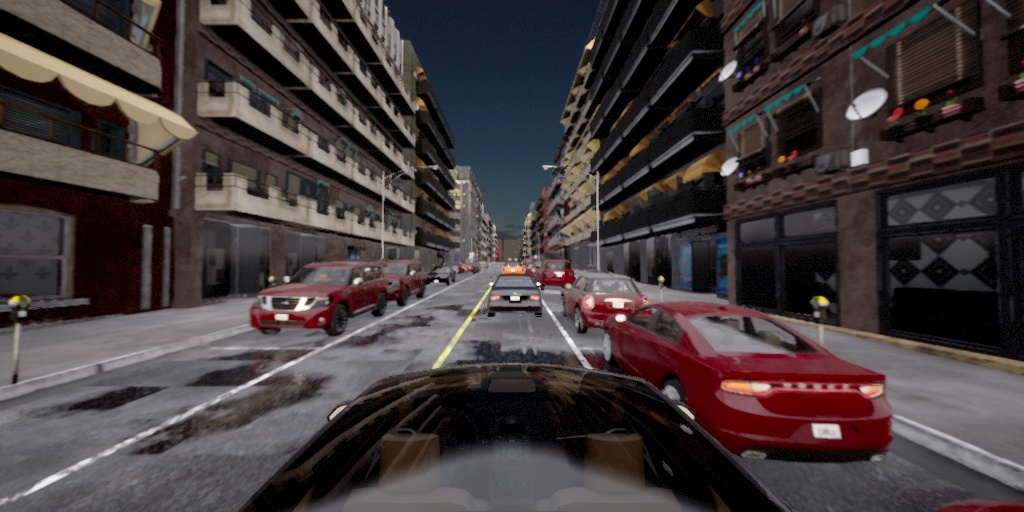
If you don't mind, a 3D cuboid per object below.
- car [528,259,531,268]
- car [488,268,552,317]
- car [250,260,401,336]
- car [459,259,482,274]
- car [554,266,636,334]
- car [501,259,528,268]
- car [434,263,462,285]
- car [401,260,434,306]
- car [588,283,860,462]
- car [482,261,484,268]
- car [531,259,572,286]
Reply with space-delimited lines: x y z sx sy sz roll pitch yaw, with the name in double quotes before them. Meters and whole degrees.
"car" 2.537 1.318 32.824 1.967 1.591 4.097 0 0 0
"car" 0.106 1.340 13.399 2.033 1.411 5.357 0 0 0
"car" -5.313 1.097 10.761 2.192 1.841 5.009 0 0 0
"car" -5.310 1.251 43.942 2.192 1.841 5.009 0 0 0
"car" 2.577 1.223 10.700 1.967 1.591 4.097 0 0 0
"car" 0.105 1.225 31.898 2.097 1.767 4.553 0 0 0
"car" -5.311 1.417 27.353 1.948 1.339 4.313 0 0 0
"car" -5.312 1.119 16.291 2.192 1.841 5.009 0 0 0
"car" 2.569 1.308 5.169 1.888 1.381 4.507 0 0 0
"car" -5.309 1.514 49.473 1.888 1.381 4.507 0 0 0
"car" 2.536 1.141 21.761 2.192 1.841 5.009 0 0 0
